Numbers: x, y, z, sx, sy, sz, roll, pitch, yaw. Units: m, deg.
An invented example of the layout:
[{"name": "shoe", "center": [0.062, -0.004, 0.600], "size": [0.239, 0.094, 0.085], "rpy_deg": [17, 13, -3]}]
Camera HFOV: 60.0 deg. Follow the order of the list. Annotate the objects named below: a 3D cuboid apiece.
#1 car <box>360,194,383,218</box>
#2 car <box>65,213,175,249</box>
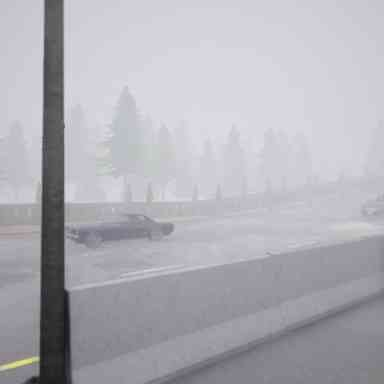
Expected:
[{"name": "car", "center": [13.576, 0.916, 23.140], "size": [4.902, 1.511, 2.128], "rpy_deg": [-5, 3, -37]}, {"name": "car", "center": [-3.199, 1.624, 14.798], "size": [4.718, 1.301, 1.895], "rpy_deg": [0, 0, -38]}]
